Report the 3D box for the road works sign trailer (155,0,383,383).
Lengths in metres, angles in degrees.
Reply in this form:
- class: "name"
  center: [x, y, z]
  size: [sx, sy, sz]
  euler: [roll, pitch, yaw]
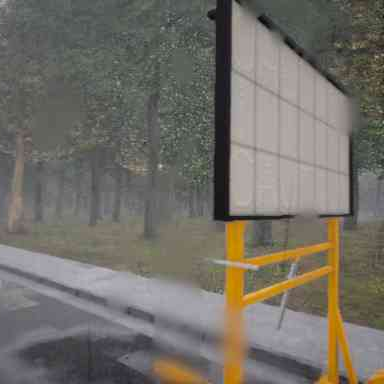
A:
- class: "road works sign trailer"
  center: [0.731, 0.615, 2.824]
  size: [2.880, 3.560, 2.380]
  euler: [-1, -3, 41]
